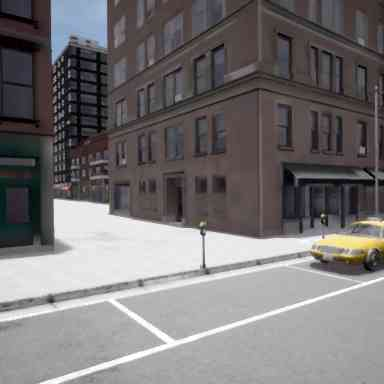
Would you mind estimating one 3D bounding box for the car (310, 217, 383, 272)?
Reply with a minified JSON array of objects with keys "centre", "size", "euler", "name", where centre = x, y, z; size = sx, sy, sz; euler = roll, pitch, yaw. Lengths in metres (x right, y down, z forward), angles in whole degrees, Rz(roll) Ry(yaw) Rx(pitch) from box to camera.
[{"centre":[5.800,1.519,10.797],"size":[4.829,1.417,1.752],"euler":[0,-1,-35],"name":"car"}]
